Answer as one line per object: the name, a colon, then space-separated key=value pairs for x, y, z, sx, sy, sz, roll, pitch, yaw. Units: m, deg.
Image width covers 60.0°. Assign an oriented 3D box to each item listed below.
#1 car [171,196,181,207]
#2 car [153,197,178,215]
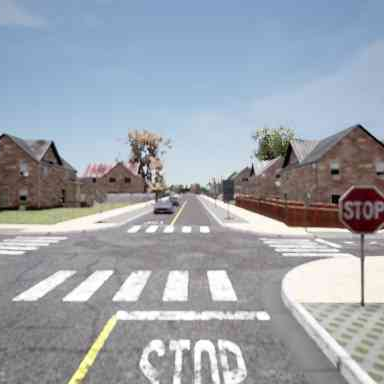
car: x=-2.814 y=1.425 z=50.262 sx=1.837 sy=1.490 sz=4.892 roll=0 pitch=0 yaw=0
car: x=-2.836 y=1.494 z=34.022 sx=2.033 sy=1.411 sz=5.357 roll=0 pitch=0 yaw=0
